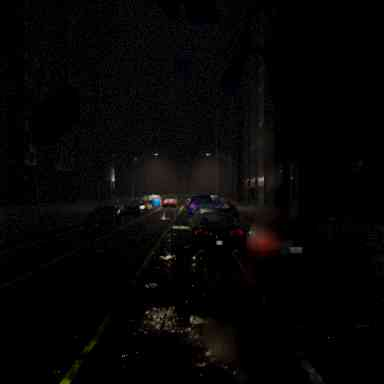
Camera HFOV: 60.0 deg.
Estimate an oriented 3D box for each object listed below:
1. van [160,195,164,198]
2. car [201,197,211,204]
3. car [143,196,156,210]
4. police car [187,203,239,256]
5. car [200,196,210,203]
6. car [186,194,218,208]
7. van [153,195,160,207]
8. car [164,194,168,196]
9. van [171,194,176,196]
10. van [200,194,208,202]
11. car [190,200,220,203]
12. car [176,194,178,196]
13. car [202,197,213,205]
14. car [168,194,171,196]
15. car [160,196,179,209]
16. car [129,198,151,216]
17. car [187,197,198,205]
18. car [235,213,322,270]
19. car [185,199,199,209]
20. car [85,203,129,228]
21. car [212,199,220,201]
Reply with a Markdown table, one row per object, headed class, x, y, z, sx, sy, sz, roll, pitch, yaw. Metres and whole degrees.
| class | x | y | z | sx | sy | sz | roll | pitch | yaw |
| --- | --- | --- | --- | --- | --- | --- | --- | --- | --- |
| van | -5.707 | 1.409 | 50.401 | 1.690 | 1.788 | 3.998 | 0 | 0 | 0 |
| car | 2.840 | 1.671 | 67.318 | 1.802 | 1.307 | 4.206 | 0 | 0 | 0 |
| car | -5.720 | 1.578 | 38.950 | 1.752 | 1.417 | 4.829 | 0 | 0 | 0 |
| police car | 0.858 | 1.444 | 13.399 | 1.930 | 1.638 | 5.238 | 0 | 0 | -1 |
| car | 2.846 | 1.662 | 72.958 | 1.947 | 1.339 | 4.313 | 0 | 0 | 0 |
| car | 0.735 | 1.261 | 29.306 | 2.150 | 2.045 | 5.566 | 0 | 0 | -1 |
| van | -5.714 | 1.402 | 44.761 | 1.690 | 1.788 | 3.998 | 0 | 0 | 0 |
| car | -5.700 | 1.515 | 56.042 | 1.967 | 1.590 | 4.097 | 0 | 0 | 0 |
| van | -5.667 | 1.452 | 84.247 | 1.690 | 1.788 | 3.998 | 0 | 0 | 0 |
| van | 2.852 | 1.444 | 78.599 | 1.690 | 1.788 | 3.998 | 0 | 0 | 0 |
| car | 0.927 | 1.558 | 23.298 | 1.812 | 1.442 | 4.674 | 0 | 0 | 0 |
| car | -5.659 | 1.662 | 89.888 | 1.887 | 1.381 | 4.507 | 0 | 0 | 0 |
| car | 2.833 | 1.664 | 61.677 | 1.802 | 1.307 | 4.206 | 0 | 0 | 0 |
| car | -5.694 | 1.398 | 61.684 | 2.192 | 1.841 | 5.009 | 0 | 0 | 0 |
| car | -3.004 | 1.663 | 46.179 | 1.895 | 1.301 | 4.718 | 0 | 0 | 1 |
| car | -5.726 | 1.596 | 33.479 | 2.008 | 1.369 | 4.403 | 0 | 0 | 0 |
| car | 0.073 | 1.683 | 61.806 | 1.895 | 1.301 | 4.718 | 0 | 0 | 0 |
| car | 2.772 | 1.581 | 10.911 | 1.947 | 1.339 | 4.313 | 0 | 0 | 0 |
| car | 0.066 | 1.664 | 47.613 | 1.895 | 1.301 | 4.718 | 0 | 0 | 0 |
| car | -5.740 | 1.597 | 22.198 | 1.947 | 1.339 | 4.313 | 0 | 0 | 0 |
| car | 2.792 | 1.582 | 27.833 | 1.887 | 1.381 | 4.507 | 0 | 0 | 0 |
